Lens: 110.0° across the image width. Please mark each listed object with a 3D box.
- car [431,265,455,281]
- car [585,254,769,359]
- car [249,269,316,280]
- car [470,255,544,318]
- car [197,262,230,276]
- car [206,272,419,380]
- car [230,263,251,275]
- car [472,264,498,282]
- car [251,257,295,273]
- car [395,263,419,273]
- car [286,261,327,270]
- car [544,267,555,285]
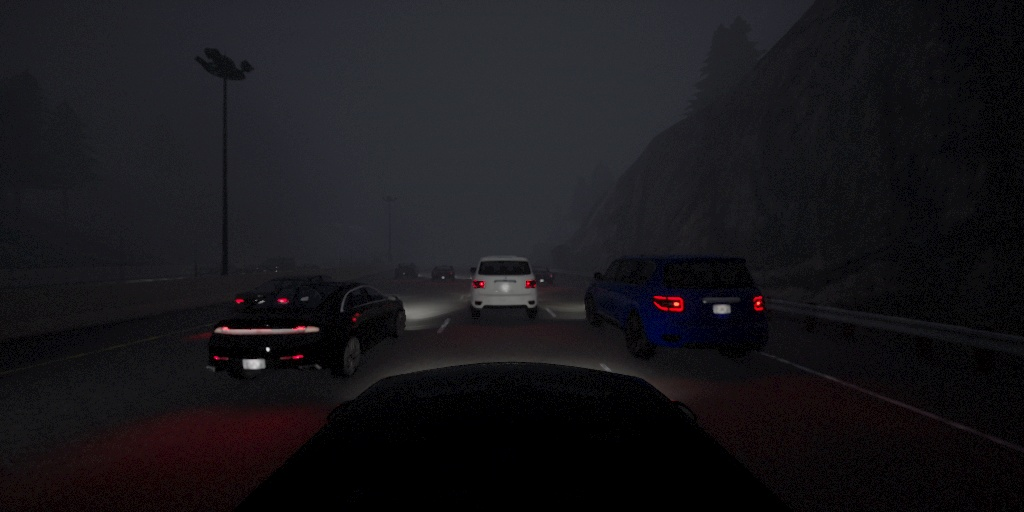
[{"bbox_3d":[-5.904,1.452,31.111,1.895,1.301,4.718,0,0,-9],"label":"car"},{"bbox_3d":[3.376,0.984,8.624,2.150,2.045,5.566,0,0,-2],"label":"car"},{"bbox_3d":[-7.327,1.347,12.717,2.033,1.411,5.357,0,0,-4],"label":"car"},{"bbox_3d":[-0.370,1.007,13.306,2.150,2.045,5.566,0,0,-4],"label":"car"},{"bbox_3d":[-32.628,1.430,39.873,2.128,1.511,4.902,0,0,-11],"label":"car"},{"bbox_3d":[-3.598,1.267,7.316,2.128,1.511,4.902,0,0,-2],"label":"car"},{"bbox_3d":[-29.184,1.534,40.477,1.895,1.301,4.718,0,0,-11],"label":"car"},{"bbox_3d":[-2.416,1.407,31.263,1.994,1.385,4.181,0,0,-9],"label":"car"},{"bbox_3d":[-25.270,1.140,38.720,2.150,2.045,5.566,0,0,-11],"label":"car"},{"bbox_3d":[-10.024,1.361,34.289,2.128,1.511,4.902,0,0,-10],"label":"car"},{"bbox_3d":[-21.493,1.471,37.670,1.994,1.385,4.181,0,0,-11],"label":"car"},{"bbox_3d":[1.778,1.421,26.964,1.895,1.301,4.718,0,0,-7],"label":"car"}]
